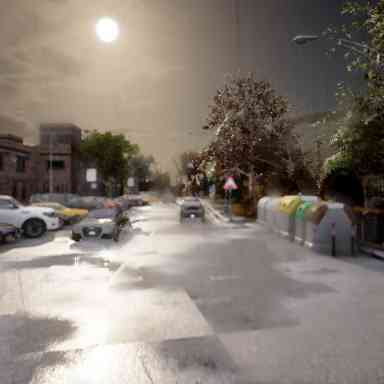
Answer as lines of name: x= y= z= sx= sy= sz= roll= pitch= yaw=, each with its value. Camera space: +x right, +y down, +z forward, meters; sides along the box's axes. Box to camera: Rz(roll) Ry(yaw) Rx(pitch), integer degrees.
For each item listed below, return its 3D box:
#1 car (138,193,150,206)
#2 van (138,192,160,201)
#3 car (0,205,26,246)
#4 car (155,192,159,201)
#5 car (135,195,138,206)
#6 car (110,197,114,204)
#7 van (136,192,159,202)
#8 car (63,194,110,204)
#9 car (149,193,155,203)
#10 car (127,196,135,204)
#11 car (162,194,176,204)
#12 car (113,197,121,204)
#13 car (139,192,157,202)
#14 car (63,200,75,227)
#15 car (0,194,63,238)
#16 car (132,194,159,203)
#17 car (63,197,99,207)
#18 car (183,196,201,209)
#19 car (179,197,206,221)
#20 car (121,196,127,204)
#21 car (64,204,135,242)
car: x=-9.250 y=1.319 z=48.865 sx=4.892 sy=1.521 sz=2.231 roll=-1 pitch=0 yaw=-20
van: x=-9.442 y=0.934 z=72.829 sx=4.442 sy=1.987 sz=1.878 roll=-1 pitch=1 yaw=-20
car: x=-9.338 y=1.450 z=12.860 sx=4.792 sy=1.488 sz=2.163 roll=-1 pitch=0 yaw=-20
car: x=-9.437 y=1.284 z=63.816 sx=5.366 sy=1.575 sz=1.946 roll=-1 pitch=1 yaw=-20
car: x=-9.257 y=1.374 z=39.864 sx=4.674 sy=1.452 sz=2.002 roll=-1 pitch=0 yaw=-20
car: x=-9.292 y=1.404 z=27.855 sx=4.674 sy=1.452 sz=2.002 roll=-1 pitch=0 yaw=-20
van: x=-9.419 y=0.979 z=69.828 sx=4.442 sy=1.987 sz=1.878 roll=-1 pitch=1 yaw=-20
car: x=-9.298 y=1.122 z=24.876 sx=5.566 sy=2.045 sz=2.435 roll=-1 pitch=0 yaw=-20
car: x=-9.067 y=1.307 z=51.929 sx=5.366 sy=1.575 sz=1.946 roll=-1 pitch=0 yaw=-20
car: x=-9.235 y=1.369 z=36.873 sx=4.792 sy=1.488 sz=2.163 roll=-1 pitch=0 yaw=-20
car: x=-3.990 y=1.169 z=57.983 sx=2.097 sy=1.767 sz=4.553 roll=0 pitch=0 yaw=0
car: x=-9.316 y=1.230 z=30.851 sx=4.553 sy=1.767 sz=2.185 roll=-1 pitch=0 yaw=-20
car: x=-9.070 y=1.302 z=54.931 sx=5.366 sy=1.575 sz=1.946 roll=-1 pitch=0 yaw=-20
car: x=-9.307 y=1.425 z=18.862 sx=4.792 sy=1.488 sz=2.163 roll=-1 pitch=0 yaw=-20
car: x=-9.327 y=1.156 z=15.859 sx=5.566 sy=2.045 sz=2.435 roll=-1 pitch=0 yaw=-20
car: x=-9.291 y=1.247 z=66.884 sx=5.008 sy=1.535 sz=2.097 roll=-1 pitch=0 yaw=-20
car: x=-9.148 y=1.379 z=21.919 sx=5.366 sy=1.575 sz=1.946 roll=-1 pitch=0 yaw=-20
car: x=0.008 y=1.333 z=42.862 sx=2.128 sy=1.511 sz=4.902 roll=0 pitch=0 yaw=0
car: x=0.035 y=1.391 z=25.679 sx=1.837 sy=1.490 sz=4.892 roll=0 pitch=1 yaw=0
car: x=-9.305 y=1.222 z=33.852 sx=4.553 sy=1.767 sz=2.185 roll=-1 pitch=0 yaw=-20
car: x=-4.105 y=1.487 z=15.629 sx=1.994 sy=1.385 sz=4.181 roll=0 pitch=0 yaw=0
